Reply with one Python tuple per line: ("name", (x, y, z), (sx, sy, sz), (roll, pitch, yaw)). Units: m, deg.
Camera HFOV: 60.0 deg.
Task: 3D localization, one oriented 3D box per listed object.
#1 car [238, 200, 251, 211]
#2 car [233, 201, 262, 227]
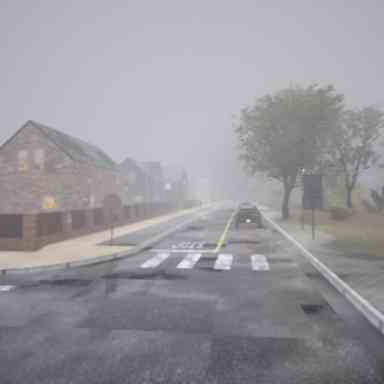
("car", (7.764, 1.987, 49.183), (1.812, 1.442, 4.674), (-1, -1, 8))
("car", (4.187, 1.718, 24.988), (1.837, 1.490, 4.892), (-1, -1, 8))
